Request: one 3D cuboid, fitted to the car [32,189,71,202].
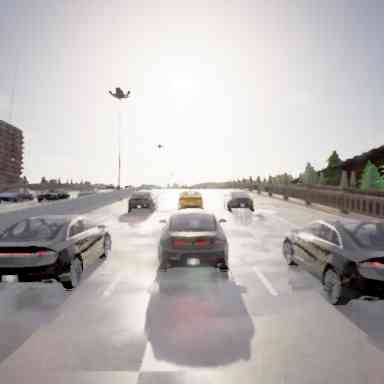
[{"bbox_3d":[-14.330,0.331,34.559,1.895,1.301,4.718,0,3,0],"label":"car"}]

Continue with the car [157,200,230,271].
[{"bbox_3d":[0.024,1.270,10.148,1.837,1.490,4.892,0,3,0],"label":"car"}]

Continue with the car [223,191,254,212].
[{"bbox_3d":[3.419,0.611,24.785,1.812,1.442,4.674,0,3,0],"label":"car"}]

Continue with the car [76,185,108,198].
[{"bbox_3d":[-10.833,0.234,35.509,1.994,1.385,4.181,0,3,0],"label":"car"}]

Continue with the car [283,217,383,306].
[{"bbox_3d":[3.530,1.330,7.664,2.128,1.511,4.902,0,2,0],"label":"car"}]

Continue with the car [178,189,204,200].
[{"bbox_3d":[-0.086,0.537,25.743,1.882,1.535,5.008,0,3,0],"label":"car"}]

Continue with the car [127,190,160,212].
[{"bbox_3d":[-3.582,0.622,24.876,1.837,1.490,4.892,0,3,0],"label":"car"}]

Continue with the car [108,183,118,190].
[{"bbox_3d":[-18.018,-1.232,74.838,2.033,1.411,5.357,0,-1,0],"label":"car"}]

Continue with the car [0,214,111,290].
[{"bbox_3d":[-3.468,1.328,8.682,2.128,1.511,4.902,0,2,-1],"label":"car"}]

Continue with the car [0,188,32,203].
[{"bbox_3d":[-17.831,0.321,33.997,2.033,1.411,5.357,0,3,0],"label":"car"}]
